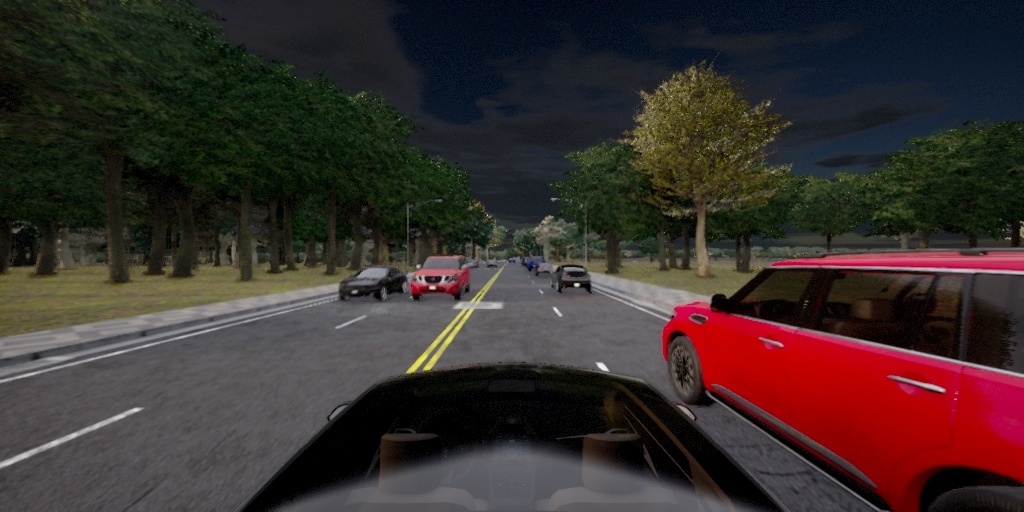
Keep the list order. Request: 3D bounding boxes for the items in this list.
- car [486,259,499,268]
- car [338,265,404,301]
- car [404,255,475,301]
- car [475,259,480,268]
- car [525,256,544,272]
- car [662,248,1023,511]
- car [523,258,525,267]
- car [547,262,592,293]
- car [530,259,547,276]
[{"bbox_3d":[-3.266,1.317,60.321,1.837,1.490,4.892,0,0,1],"label":"car"},{"bbox_3d":[-6.594,1.231,17.516,1.882,1.535,5.008,0,0,0],"label":"car"},{"bbox_3d":[-3.345,0.975,17.876,2.150,2.045,5.566,0,0,0],"label":"car"},{"bbox_3d":[-6.517,1.301,59.995,2.128,1.511,4.902,0,0,1],"label":"car"},{"bbox_3d":[3.263,1.003,47.966,2.150,2.045,5.566,0,0,0],"label":"car"},{"bbox_3d":[3.350,0.972,3.103,2.150,2.045,5.566,0,0,0],"label":"car"},{"bbox_3d":[3.267,1.284,58.936,1.882,1.535,5.008,0,0,0],"label":"car"},{"bbox_3d":[3.356,1.258,20.930,1.837,1.490,4.892,0,0,0],"label":"car"},{"bbox_3d":[3.260,1.312,36.935,2.033,1.411,5.357,0,0,0],"label":"car"}]
